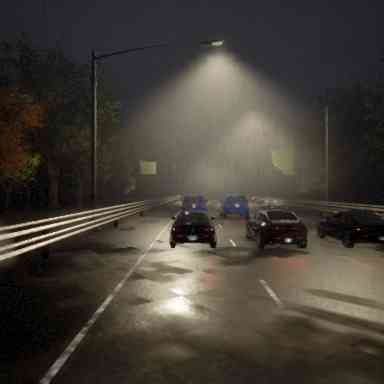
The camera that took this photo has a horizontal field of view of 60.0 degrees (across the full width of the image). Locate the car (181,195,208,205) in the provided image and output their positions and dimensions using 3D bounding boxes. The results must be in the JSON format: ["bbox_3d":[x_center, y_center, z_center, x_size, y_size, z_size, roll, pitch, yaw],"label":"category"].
[{"bbox_3d":[0.210,1.253,29.640,2.150,2.045,5.566,0,0,1],"label":"car"}]

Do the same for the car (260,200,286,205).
[{"bbox_3d":[7.209,1.490,29.512,2.128,1.511,4.902,0,0,1],"label":"car"}]

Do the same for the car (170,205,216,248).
[{"bbox_3d":[0.052,1.532,14.623,1.812,1.442,4.674,0,0,0],"label":"car"}]

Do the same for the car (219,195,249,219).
[{"bbox_3d":[3.709,1.253,29.591,2.150,2.045,5.566,0,0,1],"label":"car"}]

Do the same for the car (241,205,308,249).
[{"bbox_3d":[3.552,1.515,14.599,1.837,1.490,4.892,0,0,0],"label":"car"}]

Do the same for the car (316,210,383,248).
[{"bbox_3d":[7.052,1.532,14.574,1.812,1.442,4.674,0,0,0],"label":"car"}]
